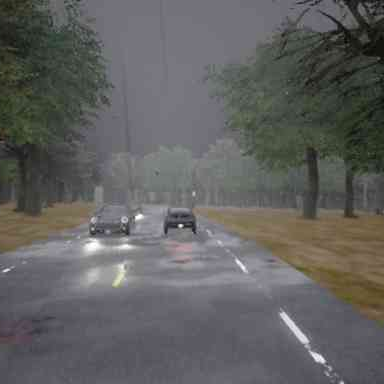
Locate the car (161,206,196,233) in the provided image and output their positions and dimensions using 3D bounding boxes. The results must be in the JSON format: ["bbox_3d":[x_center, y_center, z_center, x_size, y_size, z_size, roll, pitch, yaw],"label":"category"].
[{"bbox_3d":[-0.803,1.597,20.349,1.837,1.490,4.892,0,-1,-5],"label":"car"}]

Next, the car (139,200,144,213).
[{"bbox_3d":[-7.000,1.739,41.075,2.128,1.511,4.902,0,0,-9],"label":"car"}]

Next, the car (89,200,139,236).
[{"bbox_3d":[-4.434,1.454,19.150,2.097,1.767,4.553,0,-1,-5],"label":"car"}]
